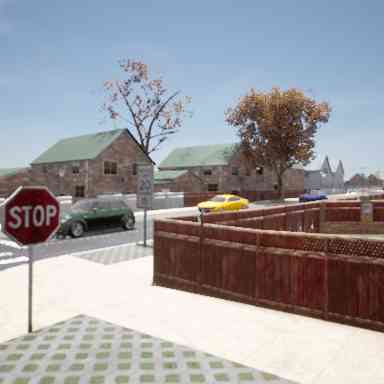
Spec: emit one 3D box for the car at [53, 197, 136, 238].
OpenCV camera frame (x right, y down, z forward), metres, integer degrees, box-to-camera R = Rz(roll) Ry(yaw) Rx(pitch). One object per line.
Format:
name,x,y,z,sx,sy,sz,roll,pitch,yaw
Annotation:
car,-5.052,1.131,16.587,2.097,1.767,4.553,1,2,39

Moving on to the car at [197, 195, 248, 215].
car,2.416,0.999,25.389,1.882,1.535,5.008,1,2,40

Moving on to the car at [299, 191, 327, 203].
car,14.241,0.600,39.103,1.882,1.535,5.008,1,2,41
